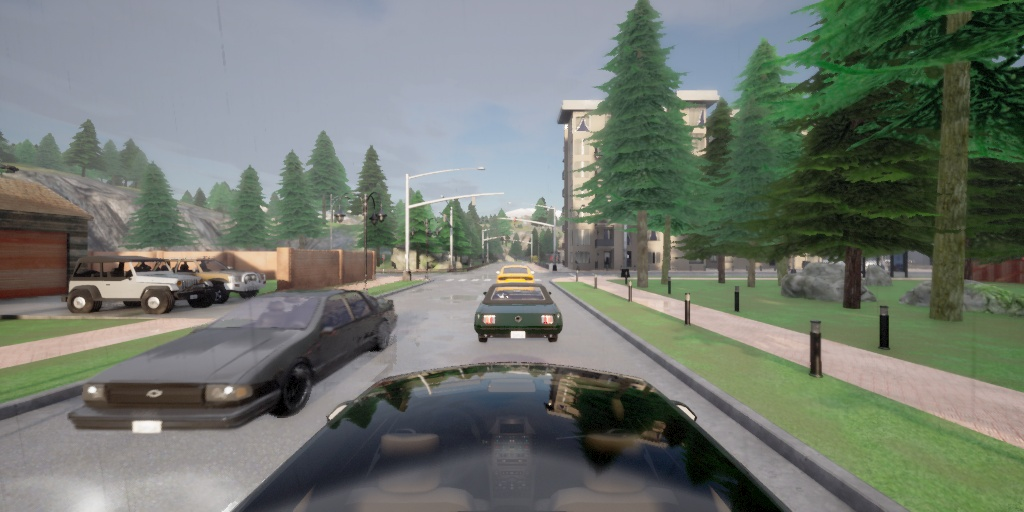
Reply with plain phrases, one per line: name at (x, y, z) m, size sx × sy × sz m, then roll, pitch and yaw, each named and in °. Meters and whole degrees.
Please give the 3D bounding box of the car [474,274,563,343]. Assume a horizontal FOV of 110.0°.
car at (0.146, 1.351, 9.683) m, size 1.895 × 1.301 × 4.718 m, roll 0°, pitch 0°, yaw 0°

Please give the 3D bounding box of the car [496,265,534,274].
car at (0.175, 1.228, 19.022) m, size 1.882 × 1.535 × 5.008 m, roll 0°, pitch 0°, yaw 0°

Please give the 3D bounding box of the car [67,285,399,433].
car at (-3.584, 1.297, 6.195) m, size 2.033 × 1.411 × 5.357 m, roll 0°, pitch 0°, yaw 0°
